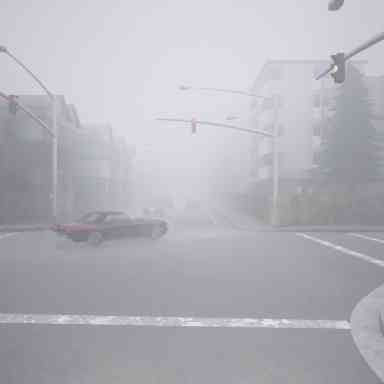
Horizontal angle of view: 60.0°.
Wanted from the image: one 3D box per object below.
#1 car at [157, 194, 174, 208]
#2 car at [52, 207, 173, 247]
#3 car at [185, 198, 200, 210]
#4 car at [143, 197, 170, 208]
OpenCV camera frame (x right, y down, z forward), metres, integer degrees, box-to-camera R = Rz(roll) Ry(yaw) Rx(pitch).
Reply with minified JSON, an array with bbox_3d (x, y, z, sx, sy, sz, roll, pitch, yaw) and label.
[{"bbox_3d":[-3.566,1.221,42.900,2.150,2.045,5.566,0,0,0],"label":"car"},{"bbox_3d":[-3.338,1.501,14.408,4.718,1.301,1.895,1,0,-41],"label":"car"},{"bbox_3d":[0.111,1.491,43.371,2.128,1.511,4.902,0,0,0],"label":"car"},{"bbox_3d":[-3.589,1.491,32.324,2.128,1.511,4.902,0,0,0],"label":"car"}]
